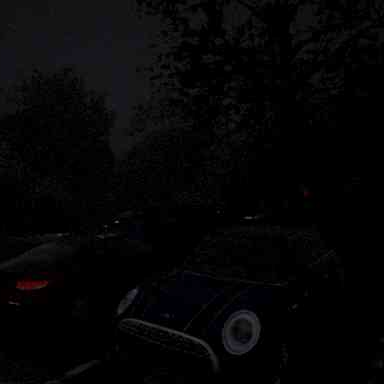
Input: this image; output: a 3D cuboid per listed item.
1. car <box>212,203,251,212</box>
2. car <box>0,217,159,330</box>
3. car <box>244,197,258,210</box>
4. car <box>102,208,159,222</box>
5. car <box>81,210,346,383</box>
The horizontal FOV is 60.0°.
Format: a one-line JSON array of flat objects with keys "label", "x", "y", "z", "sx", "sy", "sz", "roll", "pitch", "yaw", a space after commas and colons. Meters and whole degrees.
[{"label": "car", "x": 2.755, "y": 1.640, "z": 27.488, "sx": 1.812, "sy": 1.442, "sz": 4.674, "roll": -3, "pitch": -1, "yaw": 35}, {"label": "car", "x": -1.714, "y": 1.522, "z": 6.984, "sx": 2.002, "sy": 1.452, "sz": 4.674, "roll": 0, "pitch": 0, "yaw": 35}, {"label": "car", "x": 5.297, "y": 1.427, "z": 36.476, "sx": 2.150, "sy": 2.045, "sz": 5.566, "roll": -3, "pitch": -1, "yaw": 35}, {"label": "car", "x": -4.196, "y": 1.891, "z": 23.150, "sx": 1.812, "sy": 1.442, "sz": 4.674, "roll": -3, "pitch": -1, "yaw": 35}, {"label": "car", "x": 0.909, "y": 1.354, "z": 5.204, "sx": 2.185, "sy": 1.767, "sz": 4.553, "roll": 0, "pitch": 0, "yaw": 35}]
